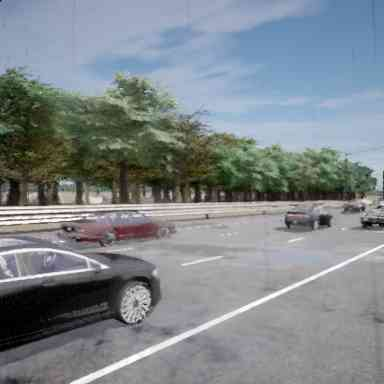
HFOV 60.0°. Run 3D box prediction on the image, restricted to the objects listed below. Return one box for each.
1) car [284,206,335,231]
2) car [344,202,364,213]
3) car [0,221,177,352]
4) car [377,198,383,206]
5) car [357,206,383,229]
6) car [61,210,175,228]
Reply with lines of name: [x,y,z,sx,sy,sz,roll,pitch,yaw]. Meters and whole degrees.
car: [7.806,1.652,21.842,2.128,1.511,4.902,1,0,41]
car: [21.143,2.001,43.118,1.812,1.442,4.674,1,0,39]
car: [-2.590,1.449,5.058,2.128,1.511,4.902,1,0,42]
car: [36.025,2.073,62.088,2.150,2.045,5.566,1,0,37]
car: [13.172,1.855,22.874,1.895,1.301,4.718,1,0,41]
car: [-3.081,1.515,14.735,2.033,1.411,5.357,1,0,42]
